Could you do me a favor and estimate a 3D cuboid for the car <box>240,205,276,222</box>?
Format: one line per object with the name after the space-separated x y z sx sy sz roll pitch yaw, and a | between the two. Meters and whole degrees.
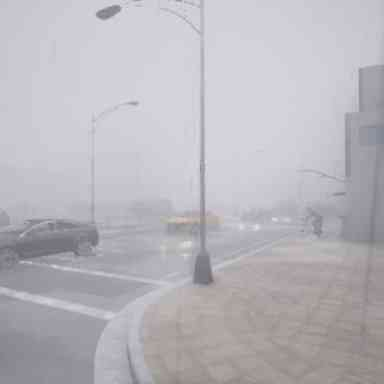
6.278 2.182 32.425 1.895 1.301 4.718 -1 -1 30 | car

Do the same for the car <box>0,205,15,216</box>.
-14.704 1.854 23.567 3.633 1.501 1.845 -1 -1 30 | car

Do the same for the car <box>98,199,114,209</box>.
-18.786 2.695 68.992 3.806 1.475 1.970 -1 -1 30 | car

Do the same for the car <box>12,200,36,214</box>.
-23.231 2.231 45.711 3.633 1.501 1.845 -1 -1 30 | car

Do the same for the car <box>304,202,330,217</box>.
14.995 2.059 40.305 2.097 1.767 4.553 -1 -1 30 | car

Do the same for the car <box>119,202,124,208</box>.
-11.412 2.337 64.814 4.605 1.855 1.932 -1 -1 30 | car

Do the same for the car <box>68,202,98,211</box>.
-18.224 2.359 54.359 4.514 1.523 2.007 -1 -1 30 | car

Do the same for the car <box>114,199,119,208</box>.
-16.603 2.454 71.577 3.866 1.878 1.905 -1 -1 30 | car

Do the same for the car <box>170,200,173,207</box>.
-4.256 1.882 42.350 3.866 1.878 1.905 -1 -1 30 | car

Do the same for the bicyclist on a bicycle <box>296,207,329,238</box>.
6.296 1.603 17.437 1.656 1.620 0.582 -1 -1 30 | bicyclist on a bicycle

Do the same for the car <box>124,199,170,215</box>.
-5.343 1.854 39.624 4.605 1.855 1.932 -1 -1 30 | car

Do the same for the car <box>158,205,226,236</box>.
0.158 1.875 21.778 1.882 1.535 5.008 -1 -1 30 | car

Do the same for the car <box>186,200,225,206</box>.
2.108 2.150 53.446 5.027 1.636 2.152 -1 -1 30 | car

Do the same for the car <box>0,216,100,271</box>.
-5.643 1.723 12.074 2.128 1.511 4.902 -1 -1 34 | car

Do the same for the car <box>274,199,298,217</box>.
11.821 1.966 42.015 2.150 2.045 5.566 -1 -1 30 | car

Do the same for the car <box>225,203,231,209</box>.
5.019 2.329 59.172 3.806 1.475 1.970 -1 -1 30 | car

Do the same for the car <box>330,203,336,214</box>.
19.941 2.350 49.028 2.128 1.511 4.902 -1 -1 30 | car
